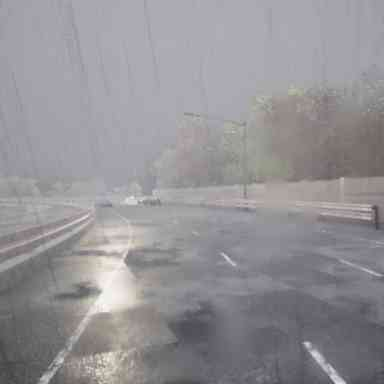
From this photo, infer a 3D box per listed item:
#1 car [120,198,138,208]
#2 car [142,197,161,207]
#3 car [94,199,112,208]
[{"bbox_3d":[-9.964,1.669,52.503,1.812,1.442,4.674,0,0,-29],"label":"car"},{"bbox_3d":[-6.597,1.582,53.638,1.882,1.535,5.008,0,0,-28],"label":"car"},{"bbox_3d":[-14.175,1.757,52.887,1.994,1.385,4.181,-1,0,-29],"label":"car"}]
